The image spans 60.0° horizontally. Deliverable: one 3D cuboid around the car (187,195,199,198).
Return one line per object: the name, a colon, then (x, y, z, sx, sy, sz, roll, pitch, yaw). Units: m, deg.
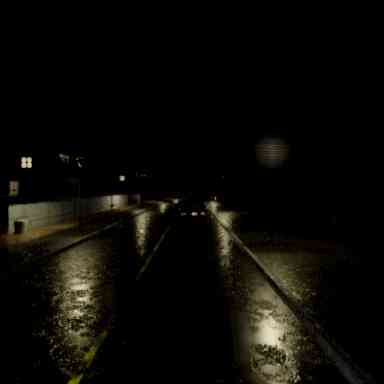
car: (0.115, 1.198, 41.298, 1.837, 1.490, 4.892, 0, 1, 0)

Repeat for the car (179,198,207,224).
car: (0.090, 1.378, 22.881, 2.033, 1.411, 5.357, 0, 0, 0)
